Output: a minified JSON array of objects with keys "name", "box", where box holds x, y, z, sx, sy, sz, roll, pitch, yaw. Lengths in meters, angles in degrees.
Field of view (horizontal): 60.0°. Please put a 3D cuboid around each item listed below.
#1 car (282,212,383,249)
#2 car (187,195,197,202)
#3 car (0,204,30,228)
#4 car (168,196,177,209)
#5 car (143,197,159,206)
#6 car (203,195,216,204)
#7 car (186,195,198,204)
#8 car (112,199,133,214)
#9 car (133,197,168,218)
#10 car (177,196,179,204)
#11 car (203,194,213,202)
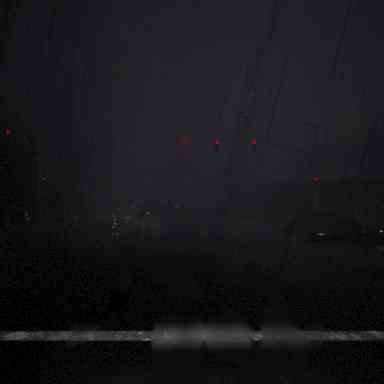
[{"name":"car","box":[6.100,1.586,14.537,4.181,1.385,1.994,0,0,21]},{"name":"car","box":[0.005,1.413,73.837,1.994,1.385,4.181,0,0,0]},{"name":"car","box":[-13.234,1.559,21.581,4.892,1.490,1.837,0,3,-12]},{"name":"car","box":[-3.595,1.548,45.246,2.033,1.411,5.357,0,0,0]},{"name":"car","box":[-7.079,1.548,58.005,2.033,1.411,5.357,0,0,0]},{"name":"car","box":[3.610,1.547,64.194,2.033,1.411,5.357,0,0,0]},{"name":"car","box":[0.005,1.505,63.727,1.837,1.490,4.892,0,0,0]},{"name":"car","box":[-7.098,1.491,35.034,2.128,1.511,4.902,0,0,0]},{"name":"car","box":[-3.598,1.491,29.737,2.128,1.511,4.902,0,0,0]},{"name":"car","box":[-3.531,1.492,65.341,2.128,1.511,4.902,0,0,0]},{"name":"car","box":[3.508,1.355,74.416,2.097,1.767,4.553,0,0,0]}]
